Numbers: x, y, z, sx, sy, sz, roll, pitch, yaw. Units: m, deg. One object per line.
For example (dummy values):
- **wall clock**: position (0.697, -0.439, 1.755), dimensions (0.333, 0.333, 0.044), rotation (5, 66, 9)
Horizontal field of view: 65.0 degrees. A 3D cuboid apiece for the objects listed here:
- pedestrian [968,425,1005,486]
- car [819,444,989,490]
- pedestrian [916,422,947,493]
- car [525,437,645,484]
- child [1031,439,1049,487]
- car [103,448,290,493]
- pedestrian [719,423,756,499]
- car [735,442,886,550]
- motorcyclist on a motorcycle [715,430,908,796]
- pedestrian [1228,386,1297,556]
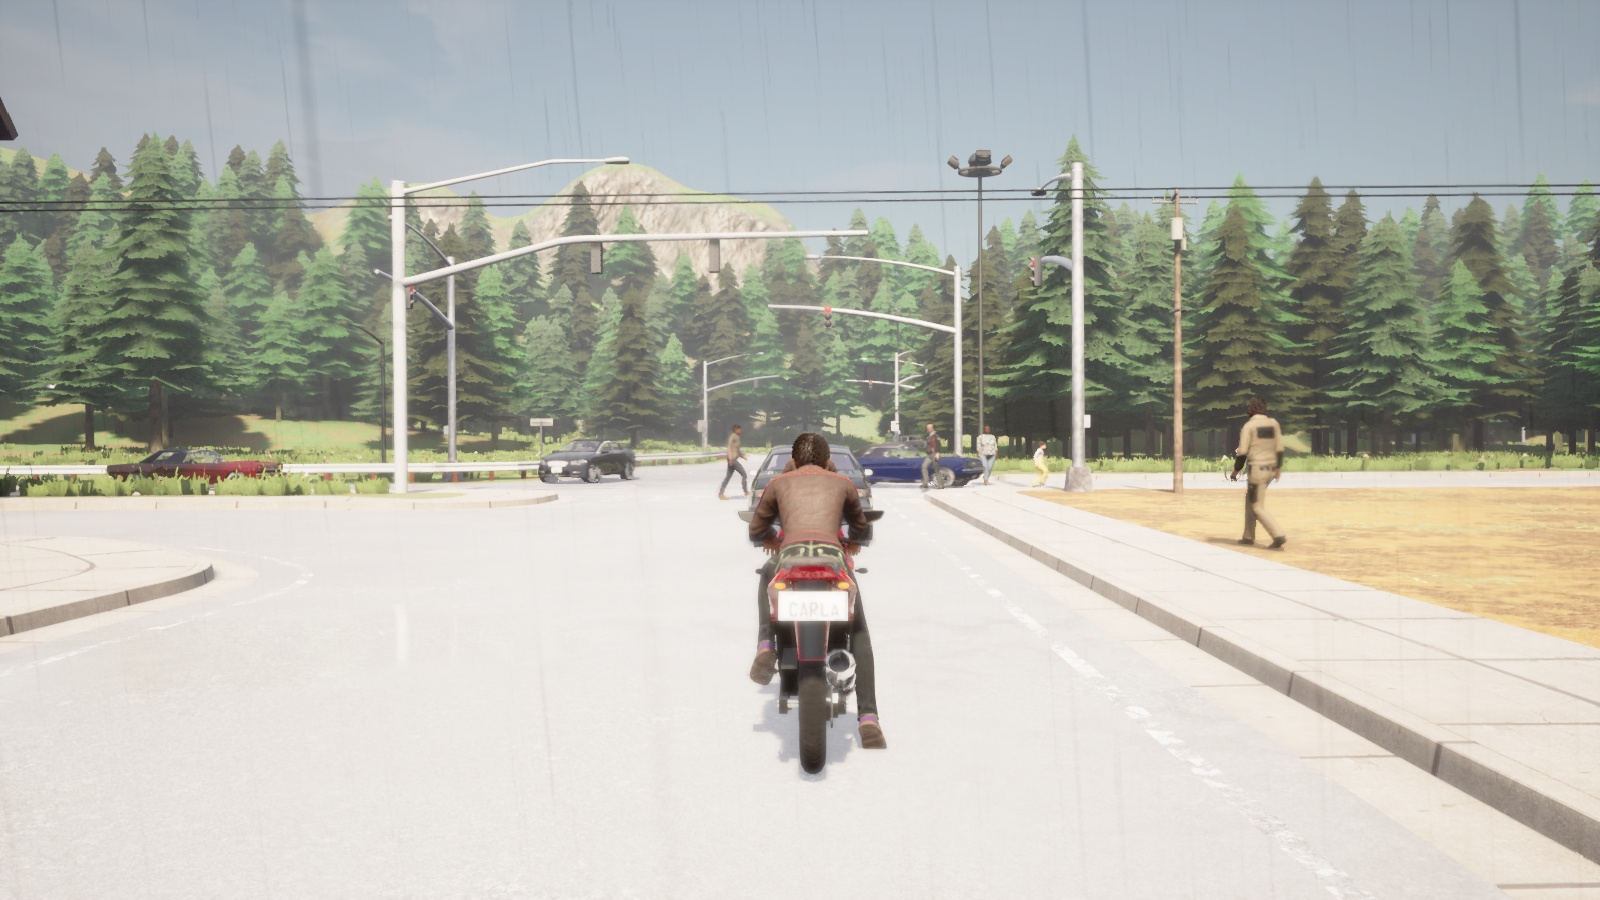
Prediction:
- **pedestrian**: position (5.747, 0.162, 38.686), dimensions (0.874, 1.855, 0.900), rotation (0, 1, -11)
- **car**: position (3.104, 0.479, 37.533), dimensions (4.718, 1.301, 1.895), rotation (0, 1, 23)
- **pedestrian**: position (3.493, 0.190, 33.263), dimensions (0.720, 1.854, 0.376), rotation (-1, 1, -26)
- **car**: position (-7.378, 0.323, 43.703), dimensions (2.128, 1.511, 4.902), rotation (0, 1, 17)
- **child**: position (6.419, 0.340, 33.584), dimensions (0.437, 1.263, 0.270), rotation (0, 1, 15)
- **car**: position (-18.043, 0.595, 37.681), dimensions (4.718, 1.301, 1.895), rotation (0, 1, 1)
- **pedestrian**: position (-1.504, 0.264, 30.043), dimensions (0.869, 1.805, 0.328), rotation (0, 1, -3)
- **car**: position (0.165, 0.601, 19.547), dimensions (2.033, 1.411, 5.357), rotation (0, 1, 1)
- **motorcyclist on a motorcycle**: position (0.057, 0.671, 6.254), dimensions (0.797, 1.523, 2.044), rotation (0, 1, 0)
- **pedestrian**: position (5.412, 0.237, 14.718), dimensions (0.396, 1.930, 0.692), rotation (0, 1, -20)
